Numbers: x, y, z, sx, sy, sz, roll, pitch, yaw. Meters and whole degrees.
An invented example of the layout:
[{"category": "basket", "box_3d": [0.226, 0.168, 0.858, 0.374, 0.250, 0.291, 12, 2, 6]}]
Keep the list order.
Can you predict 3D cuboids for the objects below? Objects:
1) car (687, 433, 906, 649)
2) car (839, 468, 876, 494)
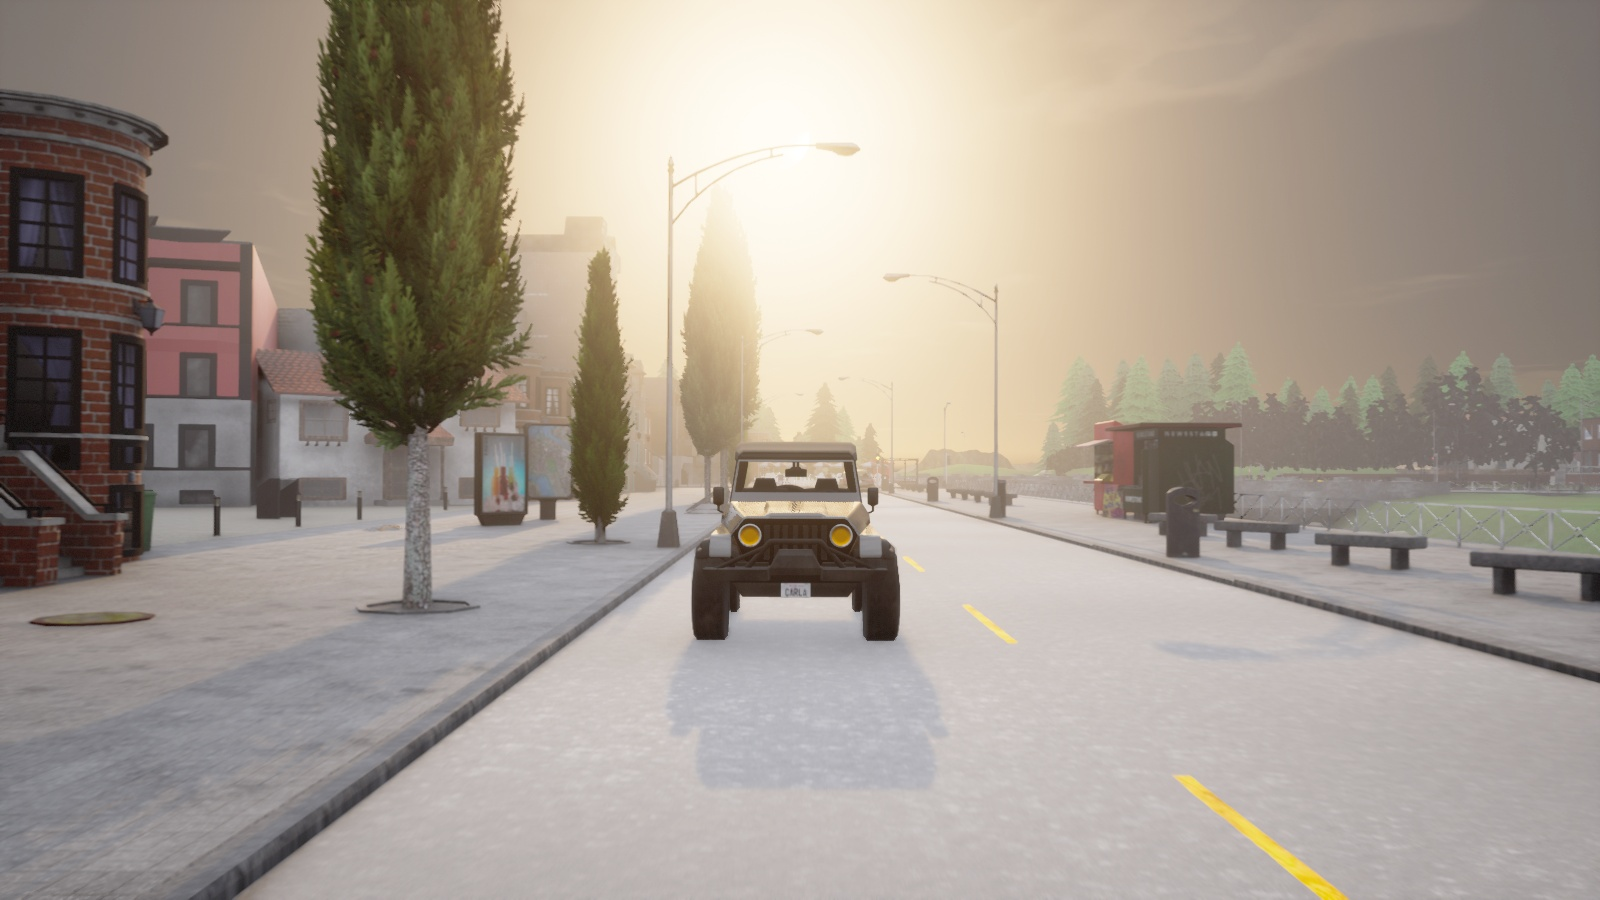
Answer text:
[{"category": "car", "box_3d": [-0.034, 0.827, 12.915, 1.905, 1.878, 3.866, 0, -1, 0]}, {"category": "car", "box_3d": [3.784, 2.035, 83.090, 2.242, 1.667, 4.611, 0, -1, 0]}]
